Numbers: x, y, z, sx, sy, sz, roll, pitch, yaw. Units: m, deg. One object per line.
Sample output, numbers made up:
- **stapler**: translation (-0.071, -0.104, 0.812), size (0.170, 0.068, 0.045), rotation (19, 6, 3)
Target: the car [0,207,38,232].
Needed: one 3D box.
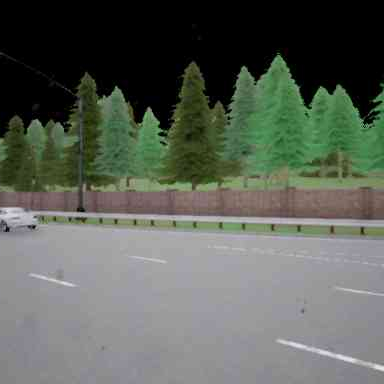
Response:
- **car**: translation (-11.670, 1.703, 21.240), size (4.674, 1.442, 1.812), rotation (0, 0, 36)
